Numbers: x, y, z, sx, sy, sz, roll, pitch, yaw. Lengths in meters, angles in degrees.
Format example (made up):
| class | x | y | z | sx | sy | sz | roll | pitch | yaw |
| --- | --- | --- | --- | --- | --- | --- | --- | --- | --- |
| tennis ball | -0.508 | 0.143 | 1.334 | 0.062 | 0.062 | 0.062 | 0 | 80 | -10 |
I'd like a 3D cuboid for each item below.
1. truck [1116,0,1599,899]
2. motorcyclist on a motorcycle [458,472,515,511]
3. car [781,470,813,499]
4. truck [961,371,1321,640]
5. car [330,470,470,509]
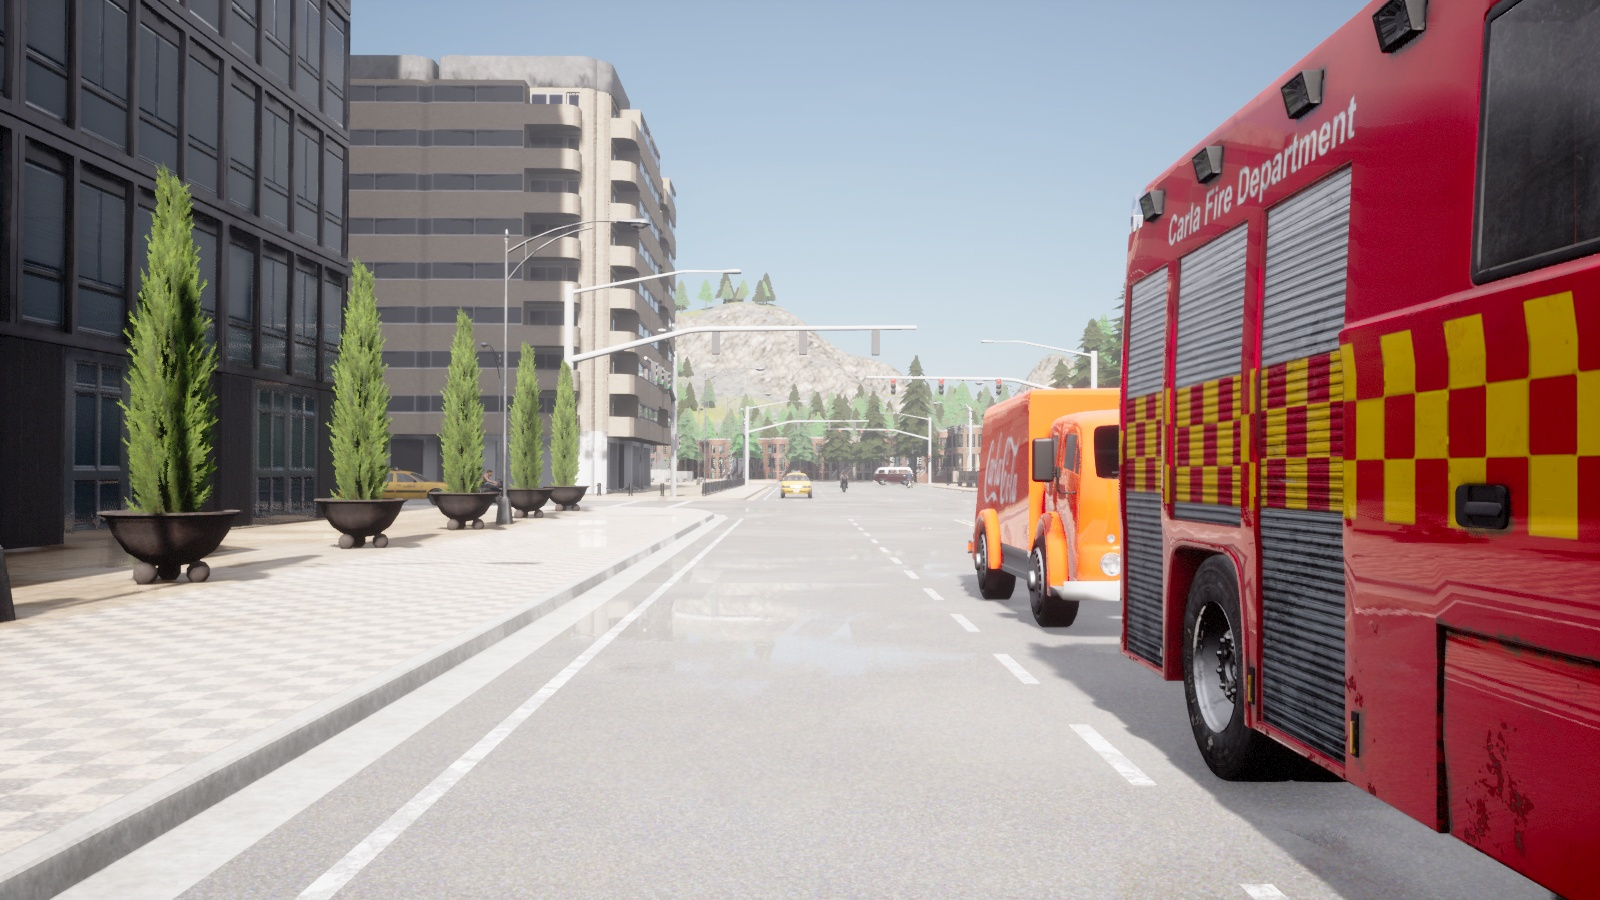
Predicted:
| class | x | y | z | sx | sy | sz | roll | pitch | yaw |
| --- | --- | --- | --- | --- | --- | --- | --- | --- | --- |
| truck | 3.485 | -0.301 | 3.774 | 2.891 | 3.827 | 8.468 | 0 | -1 | 0 |
| motorcyclist on a motorcycle | -12.417 | 1.625 | 49.796 | 2.044 | 1.523 | 0.797 | 0 | -1 | 0 |
| car | -0.191 | 1.982 | 73.270 | 1.801 | 1.575 | 5.366 | 0 | -1 | 0 |
| truck | 3.465 | 0.551 | 14.150 | 2.627 | 2.467 | 5.204 | 0 | -1 | 0 |
| car | -16.922 | 1.659 | 53.309 | 5.366 | 1.575 | 1.801 | 0 | -1 | 0 |
